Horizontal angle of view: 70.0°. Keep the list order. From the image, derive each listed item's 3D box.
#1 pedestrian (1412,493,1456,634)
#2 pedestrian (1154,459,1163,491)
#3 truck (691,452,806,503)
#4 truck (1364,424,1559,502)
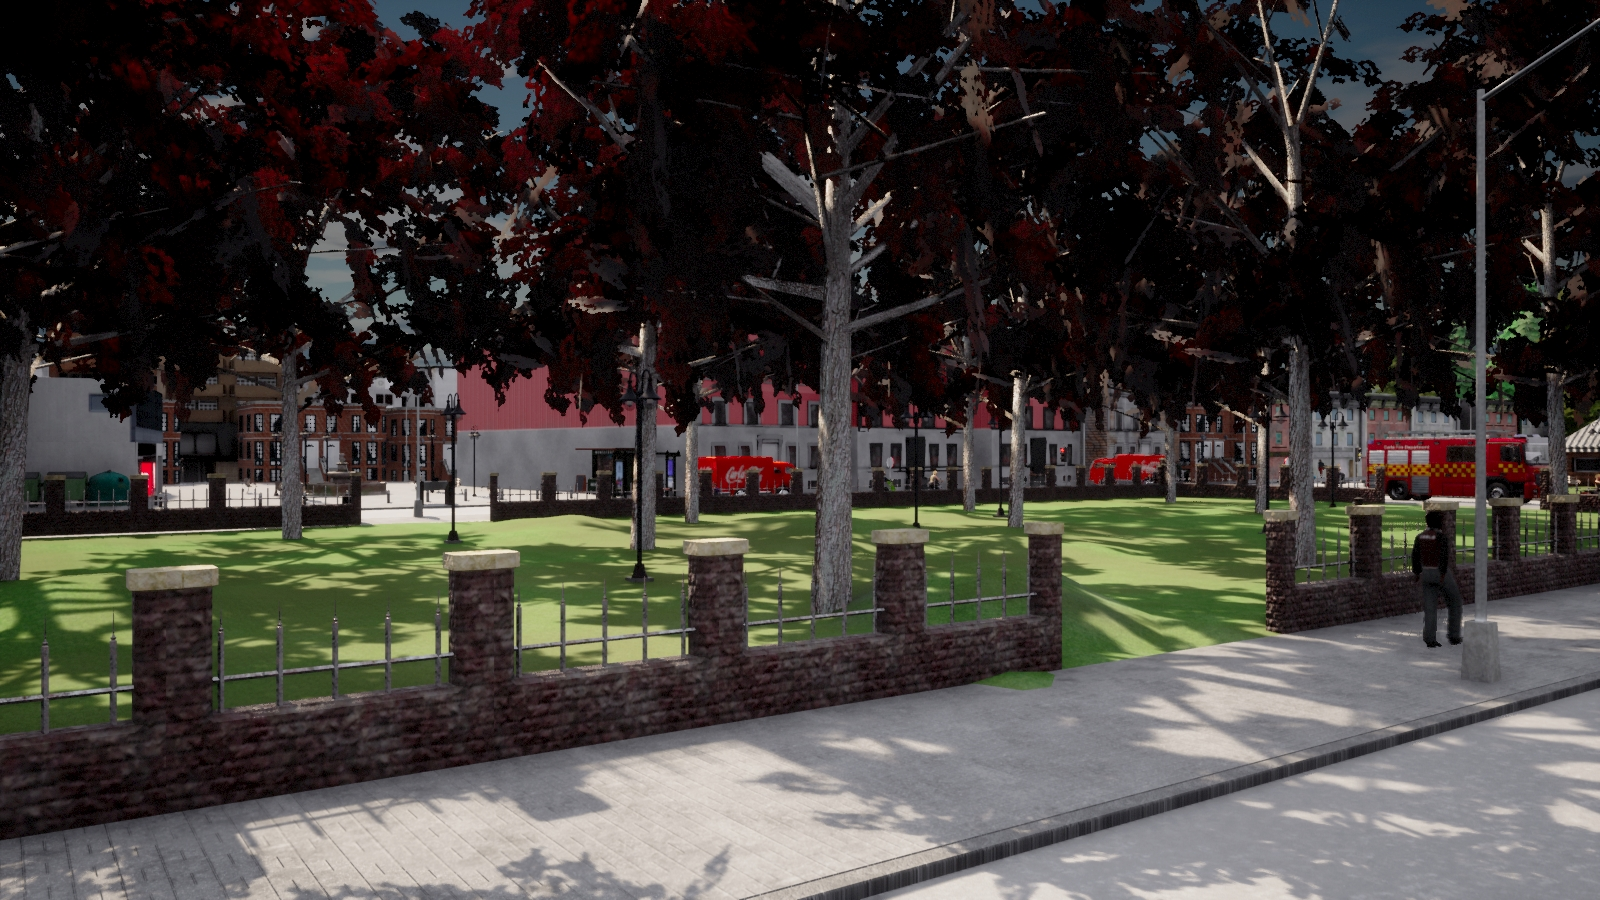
[{"bbox_3d":[8.554,1.518,15.420,0.375,1.860,0.375,0,0,-27],"label":"pedestrian"},{"bbox_3d":[21.484,1.501,68.534,0.375,1.860,0.375,0,0,-32],"label":"pedestrian"},{"bbox_3d":[-2.582,1.335,57.891,5.204,2.467,2.627,0,0,-35],"label":"truck"},{"bbox_3d":[34.631,0.645,60.204,2.891,3.827,8.468,0,0,-34],"label":"truck"}]
